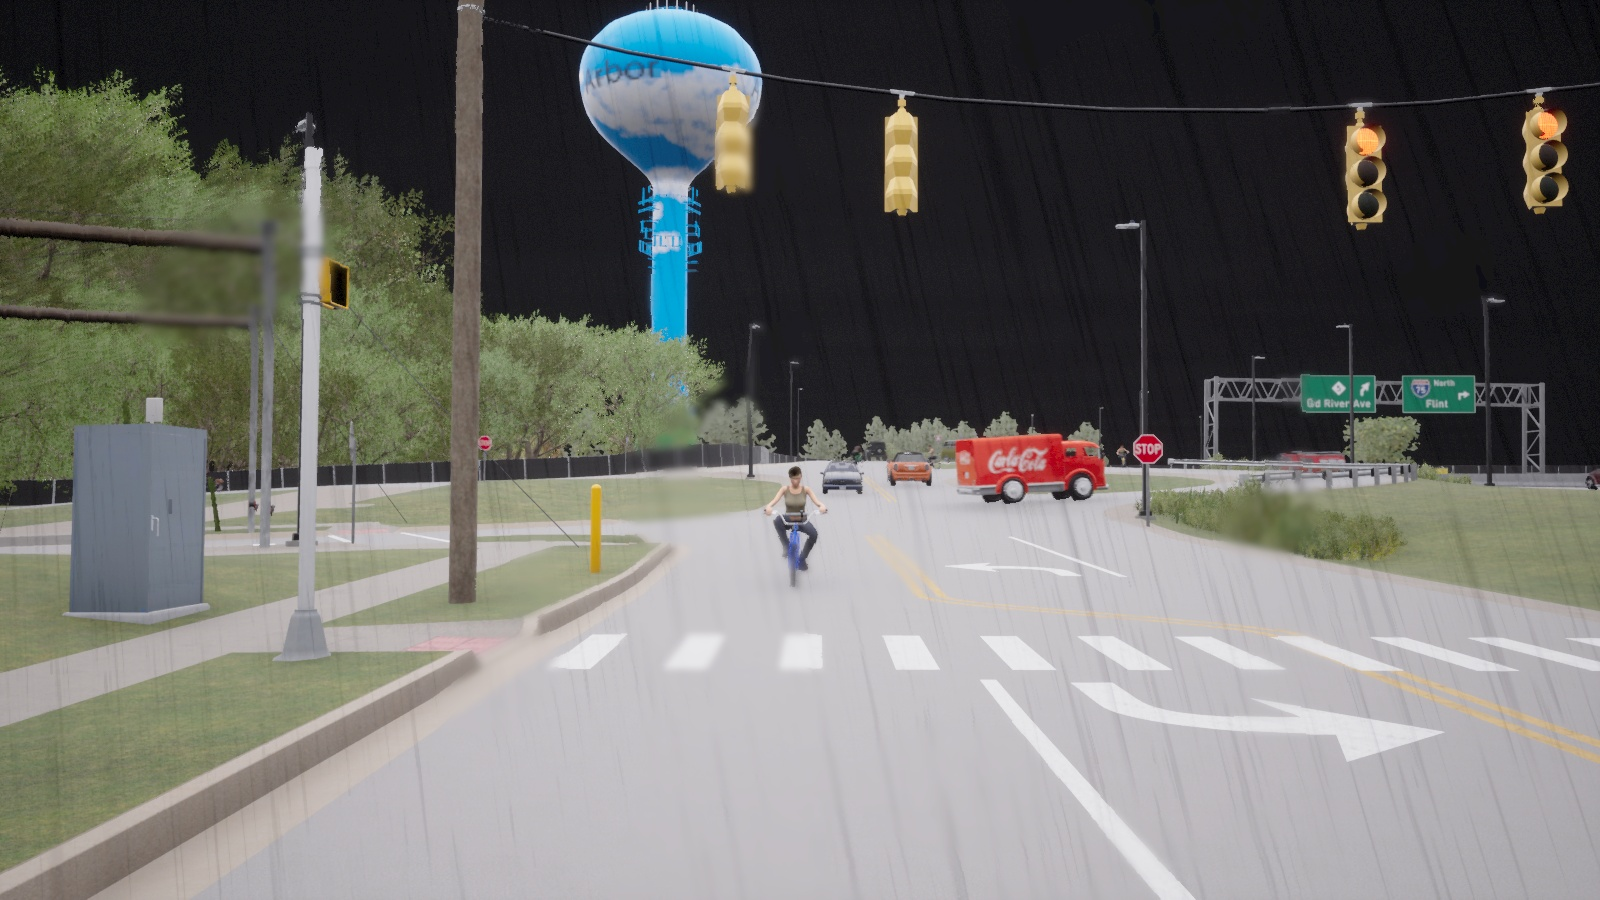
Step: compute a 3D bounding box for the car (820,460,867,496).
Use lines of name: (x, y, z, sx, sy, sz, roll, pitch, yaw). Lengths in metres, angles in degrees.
car: (1.942, 1.220, 57.256, 2.033, 1.411, 5.357, 0, 1, 1)

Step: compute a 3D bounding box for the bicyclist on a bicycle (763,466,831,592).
bicyclist on a bicycle: (-0.048, 1.026, 16.914, 0.866, 1.612, 1.509, 0, 0, -1)

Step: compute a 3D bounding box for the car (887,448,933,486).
car: (5.624, 0.823, 64.928, 2.097, 1.767, 4.553, 0, 2, 2)

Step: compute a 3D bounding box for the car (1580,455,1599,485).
car: (42.350, 1.015, 64.864, 1.789, 1.549, 3.705, 0, -1, 1)

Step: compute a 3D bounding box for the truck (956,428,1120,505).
truck: (8.681, 0.617, 46.130, 5.204, 2.467, 2.627, -3, -1, -10)
